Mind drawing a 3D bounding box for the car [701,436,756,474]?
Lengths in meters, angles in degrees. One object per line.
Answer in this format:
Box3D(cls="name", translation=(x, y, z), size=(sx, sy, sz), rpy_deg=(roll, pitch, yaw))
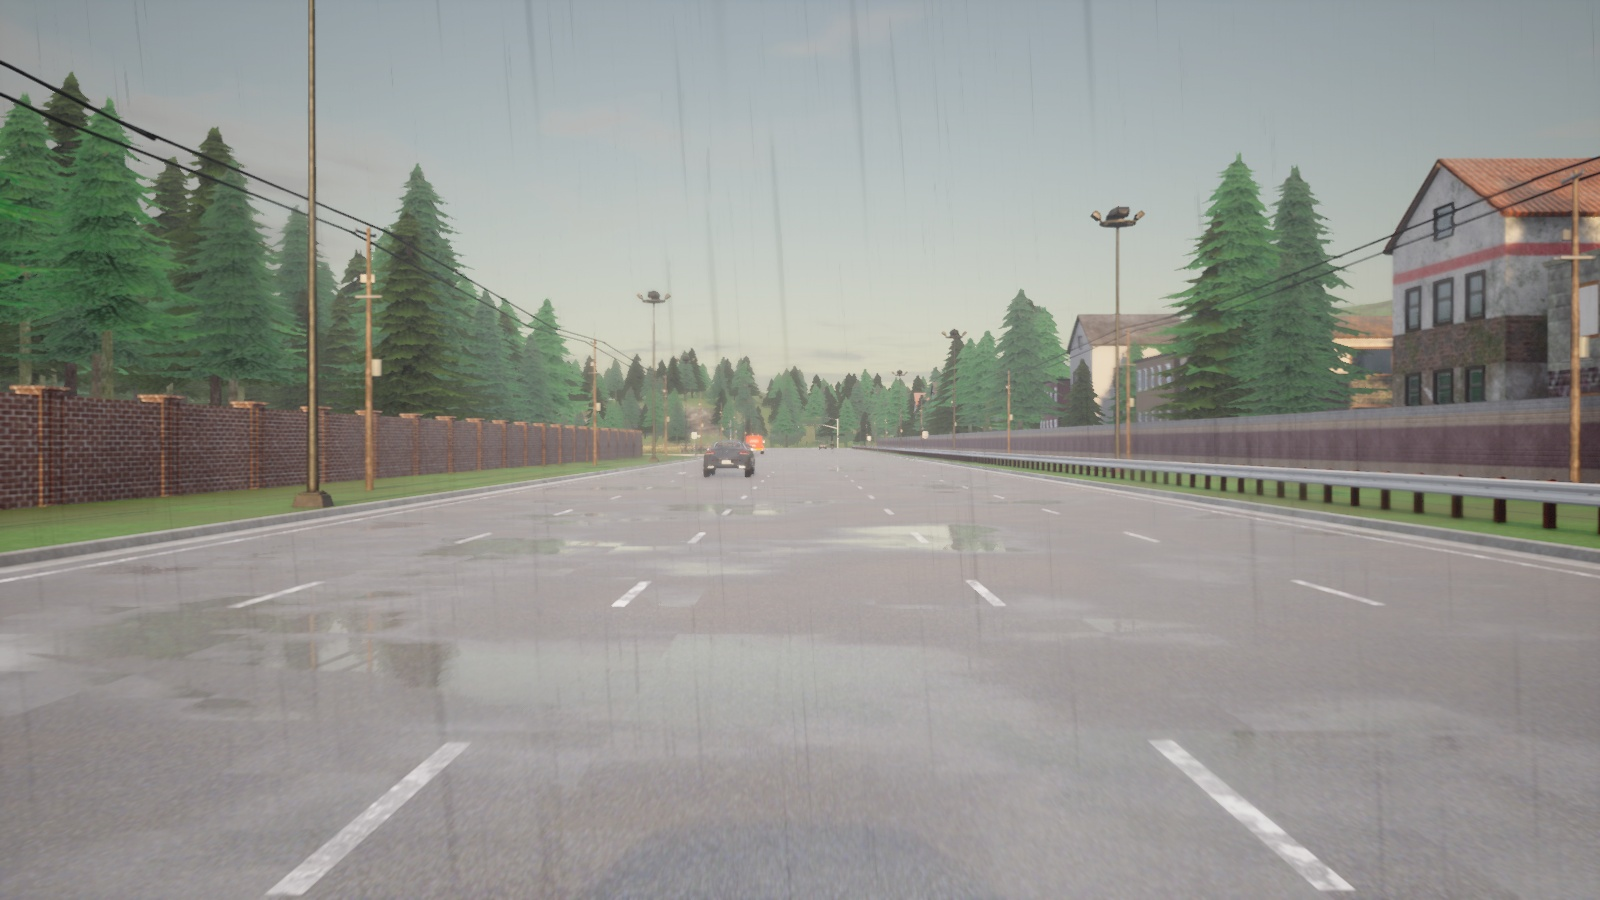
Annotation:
Box3D(cls="car", translation=(-3.161, 0.203, 56.642), size=(2.152, 1.651, 5.027), rpy_deg=(0, 0, 0))
